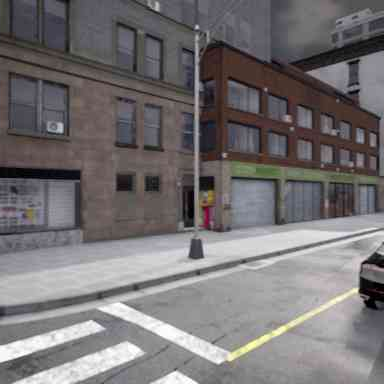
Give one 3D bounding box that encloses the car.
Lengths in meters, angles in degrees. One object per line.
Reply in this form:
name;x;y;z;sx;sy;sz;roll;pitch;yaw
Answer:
car;5.065;1.498;6.810;4.902;1.511;2.128;0;0;-44
